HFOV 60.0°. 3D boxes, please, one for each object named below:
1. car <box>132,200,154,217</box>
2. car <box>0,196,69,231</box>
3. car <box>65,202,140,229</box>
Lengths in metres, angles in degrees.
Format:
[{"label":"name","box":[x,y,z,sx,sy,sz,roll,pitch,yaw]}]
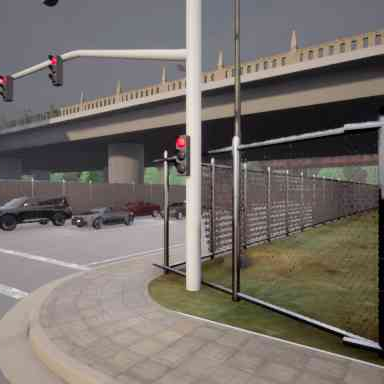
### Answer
[{"label":"car","box":[-4.912,1.533,29.636,1.882,1.535,5.008,0,0,35]},{"label":"car","box":[-10.587,1.277,21.633,2.150,2.045,5.566,0,0,36]},{"label":"car","box":[-5.867,1.619,22.230,1.994,1.385,4.181,0,0,35]}]
